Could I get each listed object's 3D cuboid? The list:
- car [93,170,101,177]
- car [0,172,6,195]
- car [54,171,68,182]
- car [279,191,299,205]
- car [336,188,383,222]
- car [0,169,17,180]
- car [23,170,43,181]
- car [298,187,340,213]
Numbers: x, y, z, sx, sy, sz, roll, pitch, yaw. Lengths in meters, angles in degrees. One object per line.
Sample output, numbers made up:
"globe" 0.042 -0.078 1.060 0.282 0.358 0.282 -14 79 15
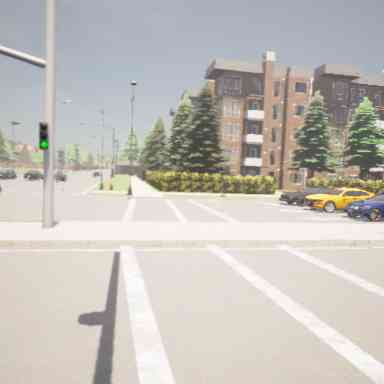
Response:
"car" -20.971 -4.043 74.149 2.128 1.511 4.902 2 4 -12
"car" -13.648 -0.379 20.913 1.812 1.442 4.674 2 4 -12
"car" -18.998 -2.227 47.314 1.994 1.385 4.181 2 4 -12
"car" 9.336 0.321 24.930 5.357 1.411 2.033 2 4 -12
"car" 10.666 0.787 18.073 4.674 1.442 1.812 2 4 -12
"car" -25.957 -2.452 46.407 1.994 1.385 4.181 2 4 -12
"car" -22.602 -2.422 47.474 1.812 1.442 4.674 2 4 -12
"car" 9.807 0.490 21.462 5.008 1.535 1.882 2 4 -12
